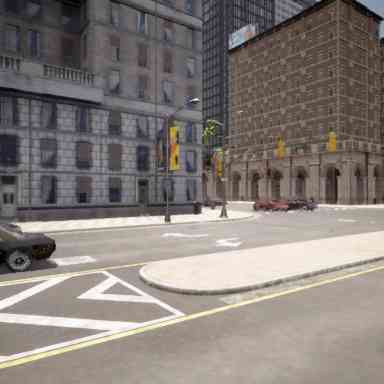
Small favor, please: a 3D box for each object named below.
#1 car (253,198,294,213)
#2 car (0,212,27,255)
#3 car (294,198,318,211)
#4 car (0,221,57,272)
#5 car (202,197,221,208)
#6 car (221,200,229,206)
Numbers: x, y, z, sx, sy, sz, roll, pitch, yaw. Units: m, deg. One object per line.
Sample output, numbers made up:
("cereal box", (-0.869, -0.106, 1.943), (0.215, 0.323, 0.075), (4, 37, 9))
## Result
("car", (8.984, 1.525, 38.105), (1.812, 1.442, 4.674), (0, 0, -31))
("car", (-8.468, 1.562, 12.102), (4.181, 1.385, 1.994), (0, 0, -35))
("car", (12.656, 1.505, 40.040), (1.837, 1.490, 4.892), (0, 0, -41))
("car", (-6.443, 1.600, 9.247), (4.718, 1.301, 1.895), (0, 0, -35))
("car", (1.620, 1.504, 48.929), (1.837, 1.490, 4.892), (0, 0, -35))
("car", (3.449, 1.547, 52.417), (2.033, 1.411, 5.357), (0, 0, -35))
